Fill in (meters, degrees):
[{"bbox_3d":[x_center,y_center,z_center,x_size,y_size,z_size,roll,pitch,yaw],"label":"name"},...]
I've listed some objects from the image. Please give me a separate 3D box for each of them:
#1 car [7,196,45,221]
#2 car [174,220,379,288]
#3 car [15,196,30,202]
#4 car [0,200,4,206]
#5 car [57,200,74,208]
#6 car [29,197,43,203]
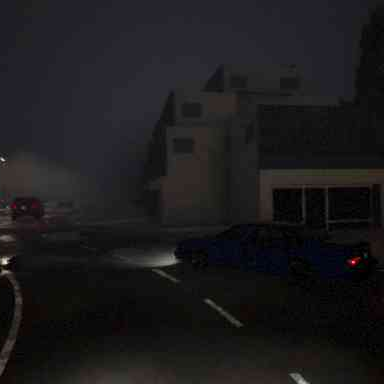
[{"bbox_3d":[-14.845,1.428,30.368,2.150,2.045,5.566,-1,0,-17],"label":"car"},{"bbox_3d":[1.987,1.505,9.102,5.357,1.411,2.033,-1,0,40],"label":"car"},{"bbox_3d":[-40.437,1.734,79.493,1.994,1.385,4.181,-1,0,-11],"label":"car"},{"bbox_3d":[-37.567,2.132,64.463,1.895,1.301,4.718,-1,0,-11],"label":"car"},{"bbox_3d":[-19.990,1.866,52.911,1.895,1.301,4.718,-1,0,-11],"label":"car"},{"bbox_3d":[-36.680,1.820,78.485,1.895,1.301,4.718,-1,0,-11],"label":"car"}]
